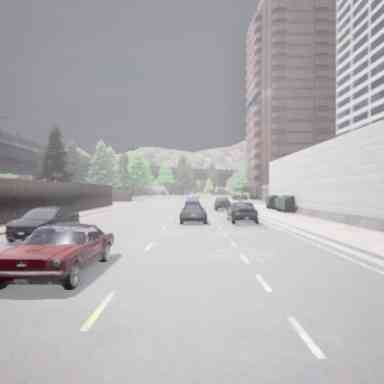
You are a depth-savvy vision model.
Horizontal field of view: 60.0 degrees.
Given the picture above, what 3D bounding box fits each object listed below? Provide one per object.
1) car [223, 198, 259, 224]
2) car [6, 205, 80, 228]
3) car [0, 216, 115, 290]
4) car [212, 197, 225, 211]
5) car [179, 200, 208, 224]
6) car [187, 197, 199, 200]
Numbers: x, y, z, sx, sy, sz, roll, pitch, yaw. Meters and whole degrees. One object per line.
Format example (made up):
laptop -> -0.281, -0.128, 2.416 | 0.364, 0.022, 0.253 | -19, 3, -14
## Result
car -> 3.597, 1.460, 24.184 | 1.837, 1.490, 4.892 | 0, 0, 0
car -> -7.066, 1.447, 16.272 | 1.882, 1.535, 5.008 | 0, 0, 1
car -> -3.582, 1.584, 9.195 | 1.895, 1.301, 4.718 | 0, 0, 0
car -> 3.572, 1.430, 40.042 | 1.837, 1.490, 4.892 | 0, 0, 0
car -> 0.095, 1.518, 24.264 | 1.994, 1.385, 4.181 | 0, 0, 0
car -> 0.070, 1.403, 40.339 | 1.882, 1.535, 5.008 | 0, 0, 0
